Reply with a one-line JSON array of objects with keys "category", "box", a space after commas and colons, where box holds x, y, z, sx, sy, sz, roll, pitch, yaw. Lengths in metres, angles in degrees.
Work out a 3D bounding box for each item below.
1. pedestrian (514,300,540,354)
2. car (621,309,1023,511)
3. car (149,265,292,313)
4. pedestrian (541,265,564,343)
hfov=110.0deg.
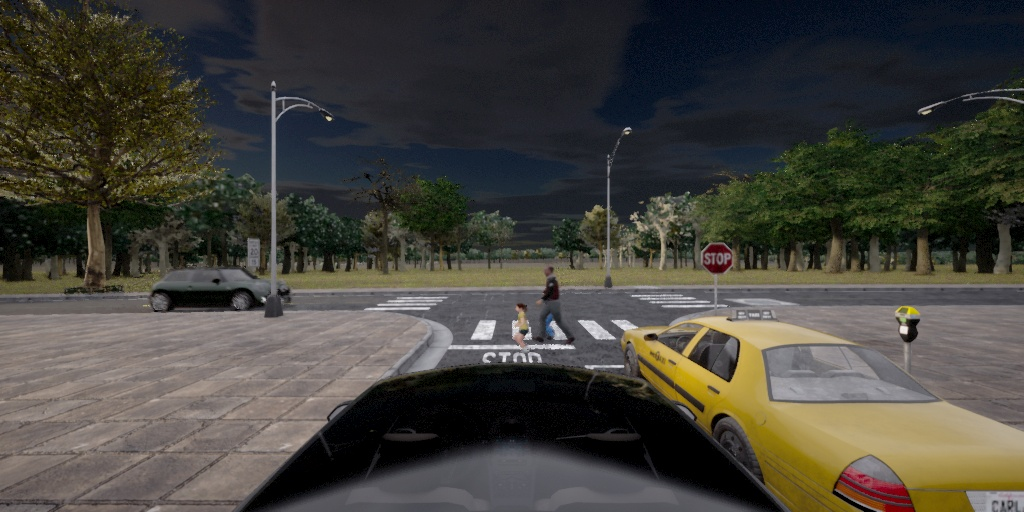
[{"category": "pedestrian", "box": [0.245, 1.424, 7.314, 0.500, 1.100, 0.500, 0, 0, 0]}, {"category": "car", "box": [2.638, 1.275, 4.198, 1.751, 1.417, 4.829, 0, 0, 0]}, {"category": "car", "box": [-11.381, 1.224, 14.247, 4.553, 1.767, 2.097, -1, 0, 0]}, {"category": "pedestrian", "box": [0.904, 1.043, 8.061, 0.375, 1.860, 0.375, 0, 0, 0]}]
